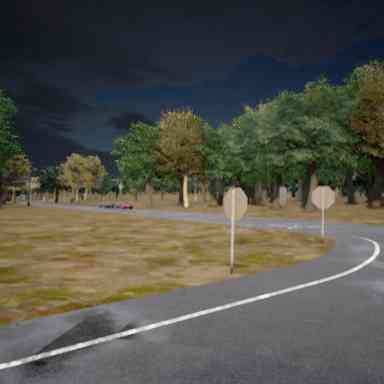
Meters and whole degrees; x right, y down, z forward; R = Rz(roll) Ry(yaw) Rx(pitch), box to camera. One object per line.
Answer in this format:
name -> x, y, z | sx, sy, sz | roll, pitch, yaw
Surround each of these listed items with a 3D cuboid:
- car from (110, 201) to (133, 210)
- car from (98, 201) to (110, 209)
car -> -11.146, 2.167, 53.987 | 1.994, 1.385, 4.181 | 2, -2, -34
car -> -15.523, 2.293, 60.329 | 1.994, 1.385, 4.181 | 2, -2, -34
